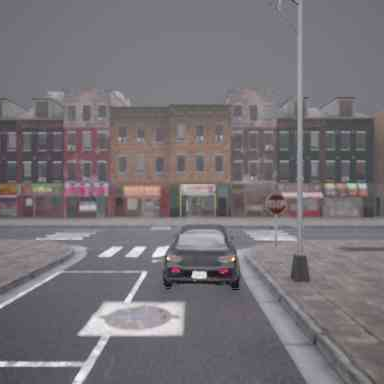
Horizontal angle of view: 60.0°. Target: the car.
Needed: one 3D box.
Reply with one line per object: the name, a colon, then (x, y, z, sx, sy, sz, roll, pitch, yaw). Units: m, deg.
car: (0.330, 1.623, 9.363, 1.812, 1.442, 4.674, 0, -1, 4)
